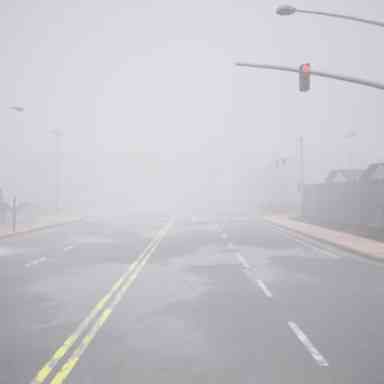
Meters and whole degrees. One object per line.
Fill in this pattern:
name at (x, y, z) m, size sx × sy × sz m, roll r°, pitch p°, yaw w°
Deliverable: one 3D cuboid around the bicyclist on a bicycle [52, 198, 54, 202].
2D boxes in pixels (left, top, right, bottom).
bicyclist on a bicycle at (-28.455, 1.952, 67.990) m, size 0.582 × 1.620 × 1.656 m, roll 0°, pitch 0°, yaw -2°
